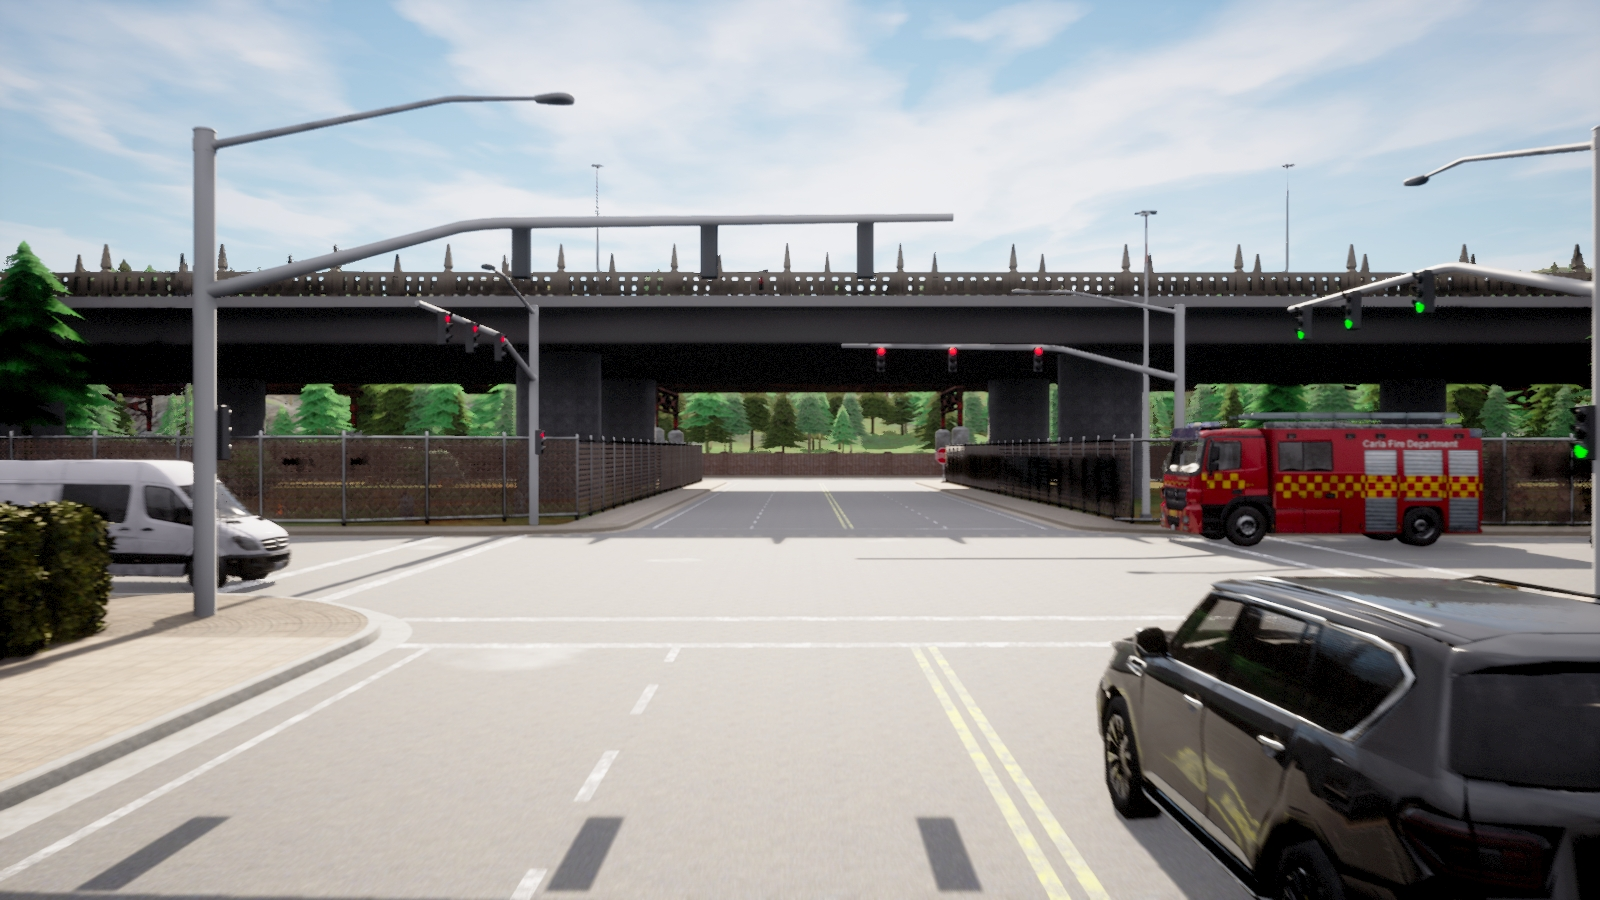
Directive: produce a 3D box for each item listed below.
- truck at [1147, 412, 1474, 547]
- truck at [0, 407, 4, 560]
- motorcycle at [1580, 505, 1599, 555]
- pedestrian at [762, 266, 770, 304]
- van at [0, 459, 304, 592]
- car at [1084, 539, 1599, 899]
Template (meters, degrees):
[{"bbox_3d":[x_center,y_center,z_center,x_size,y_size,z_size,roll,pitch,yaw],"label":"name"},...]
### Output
[{"bbox_3d":[15.022,0.840,34.070,8.468,3.827,2.891,0,0,0],"label":"truck"},{"bbox_3d":[-24.161,0.836,27.155,8.468,3.827,2.891,0,0,0],"label":"truck"},{"bbox_3d":[22.134,2.116,30.310,2.356,1.277,0.764,0,0,0],"label":"motorcycle"},{"bbox_3d":[-1.723,-8.301,57.597,0.375,1.860,0.375,0,0,0],"label":"pedestrian"},{"bbox_3d":[-13.494,1.481,23.304,5.915,2.561,1.988,0,0,2],"label":"van"},{"bbox_3d":[3.501,1.780,6.972,2.150,2.045,5.566,0,0,0],"label":"car"}]
